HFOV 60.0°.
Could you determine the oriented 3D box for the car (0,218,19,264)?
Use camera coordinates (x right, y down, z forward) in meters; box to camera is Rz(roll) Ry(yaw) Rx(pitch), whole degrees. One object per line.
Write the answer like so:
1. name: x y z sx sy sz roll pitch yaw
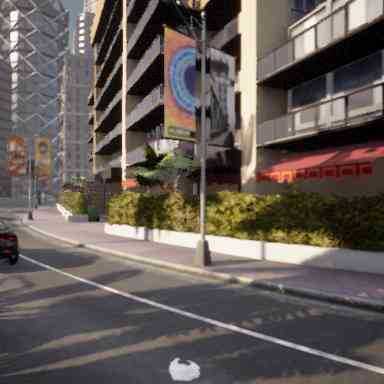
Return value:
1. car: -7.313 1.551 11.087 1.837 1.490 4.892 0 0 -44
